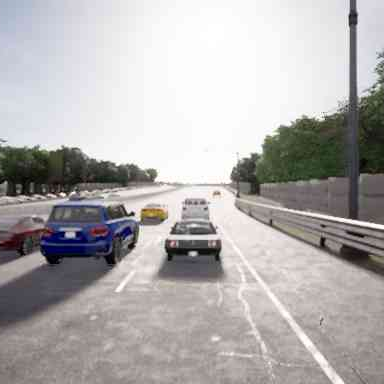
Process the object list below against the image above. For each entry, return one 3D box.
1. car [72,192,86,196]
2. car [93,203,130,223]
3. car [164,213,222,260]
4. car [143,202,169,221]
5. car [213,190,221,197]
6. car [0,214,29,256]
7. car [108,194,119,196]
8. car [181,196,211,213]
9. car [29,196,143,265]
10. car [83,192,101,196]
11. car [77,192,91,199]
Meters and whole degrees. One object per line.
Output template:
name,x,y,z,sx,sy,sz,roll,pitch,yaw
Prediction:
car,-22.674,0.963,66.416,2.097,1.767,4.553,0,1,3
car,-6.655,1.702,28.013,1.994,1.385,4.181,0,0,2
car,0.080,1.691,12.821,1.895,1.301,4.718,0,0,1
car,-3.132,1.612,28.698,1.882,1.535,5.008,0,0,2
car,6.357,0.224,85.214,2.097,1.767,4.553,0,2,4
car,-6.905,1.620,13.521,1.812,1.442,4.674,0,0,1
car,-15.690,1.104,65.997,1.837,1.490,4.892,0,1,3
car,0.308,1.361,26.950,2.150,2.045,5.566,0,0,2
car,-3.435,1.312,12.184,2.150,2.045,5.566,0,0,1
car,-19.181,1.146,66.195,2.033,1.411,5.357,0,1,3
car,-25.049,0.699,77.360,1.812,1.442,4.674,0,1,1
